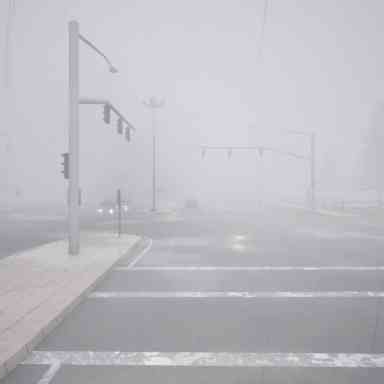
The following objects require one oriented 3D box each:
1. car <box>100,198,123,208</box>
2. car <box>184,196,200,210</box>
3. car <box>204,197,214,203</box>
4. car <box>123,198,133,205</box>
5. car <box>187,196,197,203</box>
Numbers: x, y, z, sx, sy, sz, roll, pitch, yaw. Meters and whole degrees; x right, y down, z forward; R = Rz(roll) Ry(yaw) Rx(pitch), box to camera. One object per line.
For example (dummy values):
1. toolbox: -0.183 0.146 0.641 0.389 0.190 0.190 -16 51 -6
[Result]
1. car: -11.572 1.601 47.180 1.895 1.301 4.718 0 0 1
2. car: -0.029 1.526 43.519 1.812 1.442 4.674 0 0 0
3. car: 3.455 1.601 68.987 1.895 1.301 4.718 0 0 0
4. car: -11.568 1.601 57.168 1.895 1.301 4.718 0 0 0
5. car: -0.045 1.564 68.954 1.994 1.385 4.181 0 0 0
